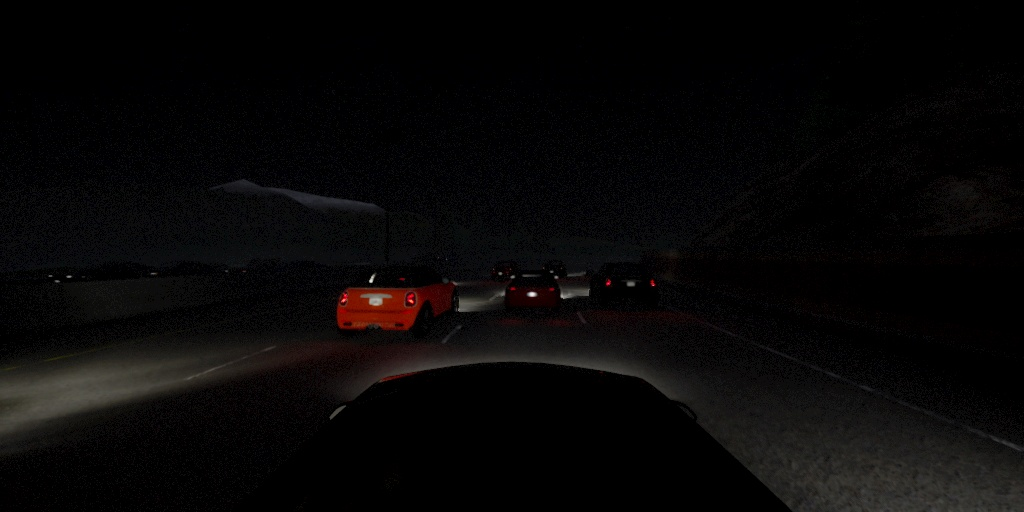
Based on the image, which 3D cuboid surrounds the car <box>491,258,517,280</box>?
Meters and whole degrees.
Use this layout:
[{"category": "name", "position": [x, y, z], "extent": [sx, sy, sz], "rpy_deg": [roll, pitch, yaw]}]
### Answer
[{"category": "car", "position": [-0.391, 1.089, 28.683], "extent": [1.812, 1.442, 4.674], "rpy_deg": [0, 0, 12]}]

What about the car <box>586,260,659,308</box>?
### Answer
[{"category": "car", "position": [4.514, 1.021, 15.032], "extent": [2.097, 1.767, 4.553], "rpy_deg": [0, 0, 6]}]

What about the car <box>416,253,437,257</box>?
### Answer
[{"category": "car", "position": [-15.376, 0.509, 63.220], "extent": [2.150, 2.045, 5.566], "rpy_deg": [0, 0, 23]}]

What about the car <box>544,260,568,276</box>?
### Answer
[{"category": "car", "position": [3.718, 1.083, 31.078], "extent": [1.812, 1.442, 4.674], "rpy_deg": [0, 0, 13]}]

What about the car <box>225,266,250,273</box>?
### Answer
[{"category": "car", "position": [-18.749, 1.131, 26.880], "extent": [1.895, 1.301, 4.718], "rpy_deg": [0, 0, 10]}]

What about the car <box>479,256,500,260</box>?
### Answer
[{"category": "car", "position": [-3.421, 0.787, 64.297], "extent": [1.882, 1.535, 5.008], "rpy_deg": [0, 0, 25]}]

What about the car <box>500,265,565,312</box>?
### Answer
[{"category": "car", "position": [0.864, 1.232, 13.917], "extent": [1.994, 1.385, 4.181], "rpy_deg": [0, 0, 6]}]

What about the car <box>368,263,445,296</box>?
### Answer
[{"category": "car", "position": [-5.538, 1.160, 19.684], "extent": [2.033, 1.411, 5.357], "rpy_deg": [0, 0, 8]}]

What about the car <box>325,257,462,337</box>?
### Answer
[{"category": "car", "position": [-2.954, 1.036, 10.282], "extent": [2.097, 1.767, 4.553], "rpy_deg": [0, 0, 4]}]

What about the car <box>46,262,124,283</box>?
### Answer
[{"category": "car", "position": [-26.355, 1.081, 23.683], "extent": [2.033, 1.411, 5.357], "rpy_deg": [0, 0, 8]}]

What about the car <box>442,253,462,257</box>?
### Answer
[{"category": "car", "position": [-11.062, 0.513, 64.453], "extent": [2.150, 2.045, 5.566], "rpy_deg": [0, 0, 24]}]

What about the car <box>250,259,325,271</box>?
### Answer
[{"category": "car", "position": [-15.406, 1.026, 25.504], "extent": [1.882, 1.535, 5.008], "rpy_deg": [0, 0, 10]}]

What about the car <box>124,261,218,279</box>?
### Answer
[{"category": "car", "position": [-22.674, 1.063, 24.424], "extent": [1.812, 1.442, 4.674], "rpy_deg": [0, 0, 9]}]
